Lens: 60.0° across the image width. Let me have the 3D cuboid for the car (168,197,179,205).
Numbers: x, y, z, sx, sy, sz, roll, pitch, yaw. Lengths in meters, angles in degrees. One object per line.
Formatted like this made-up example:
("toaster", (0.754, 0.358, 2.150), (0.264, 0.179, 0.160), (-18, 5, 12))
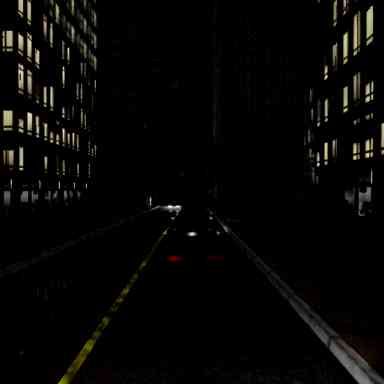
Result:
("car", (-3.000, 1.554, 57.654), (2.128, 1.511, 4.902), (0, 0, 0))

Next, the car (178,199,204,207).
("car", (0.000, 1.522, 29.651), (1.837, 1.490, 4.892), (0, 0, 0))

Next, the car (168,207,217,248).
("car", (0.000, 1.571, 14.651), (1.994, 1.385, 4.181), (0, 0, 0))
